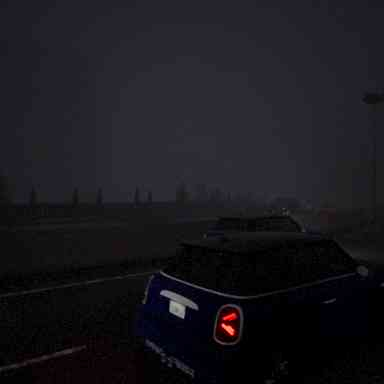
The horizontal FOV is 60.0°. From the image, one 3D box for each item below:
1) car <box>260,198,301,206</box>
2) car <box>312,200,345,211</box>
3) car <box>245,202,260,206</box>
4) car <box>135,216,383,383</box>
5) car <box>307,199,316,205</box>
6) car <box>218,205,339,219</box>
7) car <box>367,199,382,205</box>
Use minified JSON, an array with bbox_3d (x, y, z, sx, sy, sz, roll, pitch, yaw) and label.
[{"bbox_3d":[9.241,1.594,33.301,2.150,2.045,5.566,0,-1,36],"label":"car"},{"bbox_3d":[14.256,1.891,34.371,1.882,1.535,5.008,0,-1,34],"label":"car"},{"bbox_3d":[6.712,1.880,35.771,1.837,1.490,4.892,0,0,35],"label":"car"},{"bbox_3d":[1.499,1.410,5.187,4.553,1.767,2.097,1,-1,-38],"label":"car"},{"bbox_3d":[25.829,2.218,71.461,1.837,1.490,4.892,0,-1,10],"label":"car"},{"bbox_3d":[2.429,1.465,10.467,4.553,1.767,2.097,1,-1,-40],"label":"car"},{"bbox_3d":[44.662,2.423,81.418,1.812,1.442,4.674,0,-1,1],"label":"car"}]
